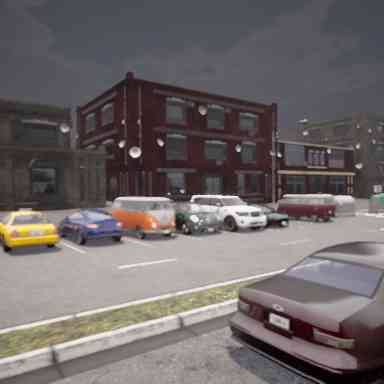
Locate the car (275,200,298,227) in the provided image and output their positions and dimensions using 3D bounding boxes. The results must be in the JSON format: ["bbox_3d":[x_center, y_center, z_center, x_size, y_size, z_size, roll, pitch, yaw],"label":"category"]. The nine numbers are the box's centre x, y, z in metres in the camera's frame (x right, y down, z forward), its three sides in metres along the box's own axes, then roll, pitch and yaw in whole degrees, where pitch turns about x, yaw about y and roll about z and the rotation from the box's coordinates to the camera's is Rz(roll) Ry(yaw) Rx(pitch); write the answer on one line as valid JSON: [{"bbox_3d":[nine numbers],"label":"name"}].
[{"bbox_3d":[4.172,1.483,22.046,2.163,1.488,4.792,0,0,-36],"label":"car"}]

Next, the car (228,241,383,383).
[{"bbox_3d":[3.046,1.544,5.337,5.357,1.411,2.033,0,0,-36],"label":"car"}]

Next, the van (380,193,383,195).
[{"bbox_3d":[22.087,1.092,34.923,1.878,1.987,4.442,-1,0,-36],"label":"van"}]

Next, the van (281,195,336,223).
[{"bbox_3d":[8.554,1.203,25.402,1.878,1.987,4.442,0,0,-36],"label":"van"}]

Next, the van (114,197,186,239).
[{"bbox_3d":[-2.476,1.251,17.119,1.878,1.987,4.442,0,0,-36],"label":"van"}]

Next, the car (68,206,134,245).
[{"bbox_3d":[-4.777,1.521,15.592,2.002,1.452,4.674,0,0,-36],"label":"car"}]

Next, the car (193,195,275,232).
[{"bbox_3d":[1.938,1.211,20.428,2.435,2.045,5.566,0,0,-36],"label":"car"}]

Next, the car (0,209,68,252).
[{"bbox_3d":[-7.119,1.481,14.127,1.946,1.575,5.366,0,0,-36],"label":"car"}]

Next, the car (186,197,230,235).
[{"bbox_3d":[-0.330,1.345,18.857,2.185,1.767,4.553,0,0,-36],"label":"car"}]
